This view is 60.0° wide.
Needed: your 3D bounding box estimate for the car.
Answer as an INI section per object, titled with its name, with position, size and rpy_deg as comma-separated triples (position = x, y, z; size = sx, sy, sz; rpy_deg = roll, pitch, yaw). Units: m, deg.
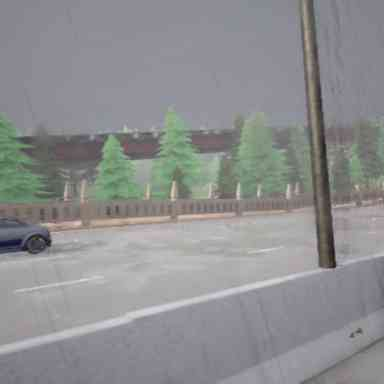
[car]
position = -7.211, 1.555, 11.743
size = 4.181, 1.385, 1.994
rpy_deg = -1, 0, -35
